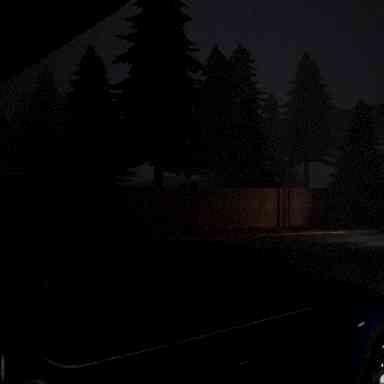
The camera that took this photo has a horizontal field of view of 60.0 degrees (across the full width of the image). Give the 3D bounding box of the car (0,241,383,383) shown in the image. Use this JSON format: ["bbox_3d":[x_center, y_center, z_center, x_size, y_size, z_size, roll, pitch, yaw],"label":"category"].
[{"bbox_3d":[0.364,1.349,3.666,4.553,1.767,2.097,0,0,-33],"label":"car"}]
